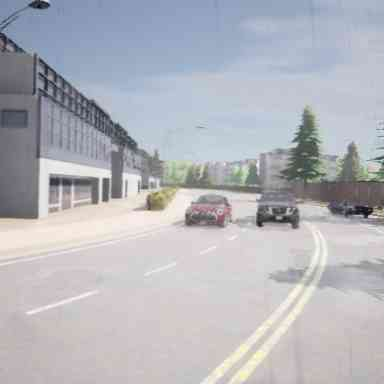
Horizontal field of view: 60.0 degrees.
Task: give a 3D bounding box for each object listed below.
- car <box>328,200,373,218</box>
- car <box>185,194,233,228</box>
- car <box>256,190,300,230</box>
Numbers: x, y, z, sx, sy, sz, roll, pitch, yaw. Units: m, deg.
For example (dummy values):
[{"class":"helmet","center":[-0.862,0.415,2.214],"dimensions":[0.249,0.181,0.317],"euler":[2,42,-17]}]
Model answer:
[{"class":"car","center":[13.107,1.360,27.856],"dimensions":[1.895,1.301,4.718],"euler":[2,1,2]},{"class":"car","center":[1.091,0.924,18.717],"dimensions":[2.097,1.767,4.553],"euler":[2,1,13]},{"class":"car","center":[4.970,0.906,19.483],"dimensions":[2.150,2.045,5.566],"euler":[3,1,12]}]
